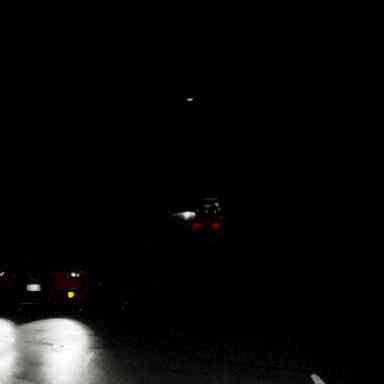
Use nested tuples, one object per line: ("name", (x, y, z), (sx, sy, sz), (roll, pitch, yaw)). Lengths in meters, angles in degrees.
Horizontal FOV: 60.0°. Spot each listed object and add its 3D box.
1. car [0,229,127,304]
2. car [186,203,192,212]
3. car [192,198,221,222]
("car", (-2.943, 1.642, 8.272), (1.994, 1.385, 4.181), (0, -1, 1))
("car", (0.246, 2.266, 49.673), (1.895, 1.301, 4.718), (0, -1, 8))
("car", (1.424, 1.723, 30.636), (2.097, 1.767, 4.553), (0, -1, 5))
